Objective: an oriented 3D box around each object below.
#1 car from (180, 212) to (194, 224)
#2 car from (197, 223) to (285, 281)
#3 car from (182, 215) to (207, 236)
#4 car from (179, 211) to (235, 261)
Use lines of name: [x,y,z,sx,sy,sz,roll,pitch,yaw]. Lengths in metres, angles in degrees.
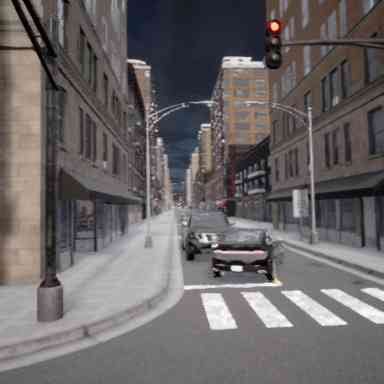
car: [-0.759,3.616,47.068,1.837,1.490,4.892,-1,-3,-2]
car: [2.090,2.012,11.575,2.128,1.511,4.902,-3,-3,20]
car: [0.110,2.795,28.453,1.812,1.442,4.674,-1,-2,-3]
car: [0.714,1.921,15.832,2.150,2.045,5.566,-1,-3,-5]
